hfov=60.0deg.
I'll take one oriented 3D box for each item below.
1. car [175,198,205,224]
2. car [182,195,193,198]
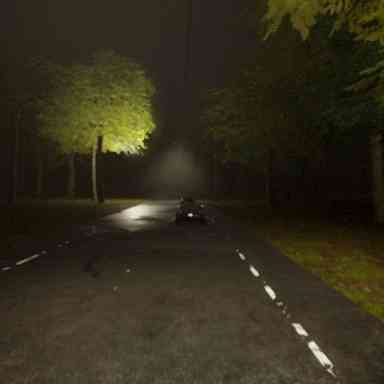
[{"bbox_3d":[-0.126,1.400,23.158,1.994,1.385,4.181,-1,1,-1],"label":"car"},{"bbox_3d":[-0.537,1.200,40.858,1.837,1.490,4.892,0,0,-2],"label":"car"}]
